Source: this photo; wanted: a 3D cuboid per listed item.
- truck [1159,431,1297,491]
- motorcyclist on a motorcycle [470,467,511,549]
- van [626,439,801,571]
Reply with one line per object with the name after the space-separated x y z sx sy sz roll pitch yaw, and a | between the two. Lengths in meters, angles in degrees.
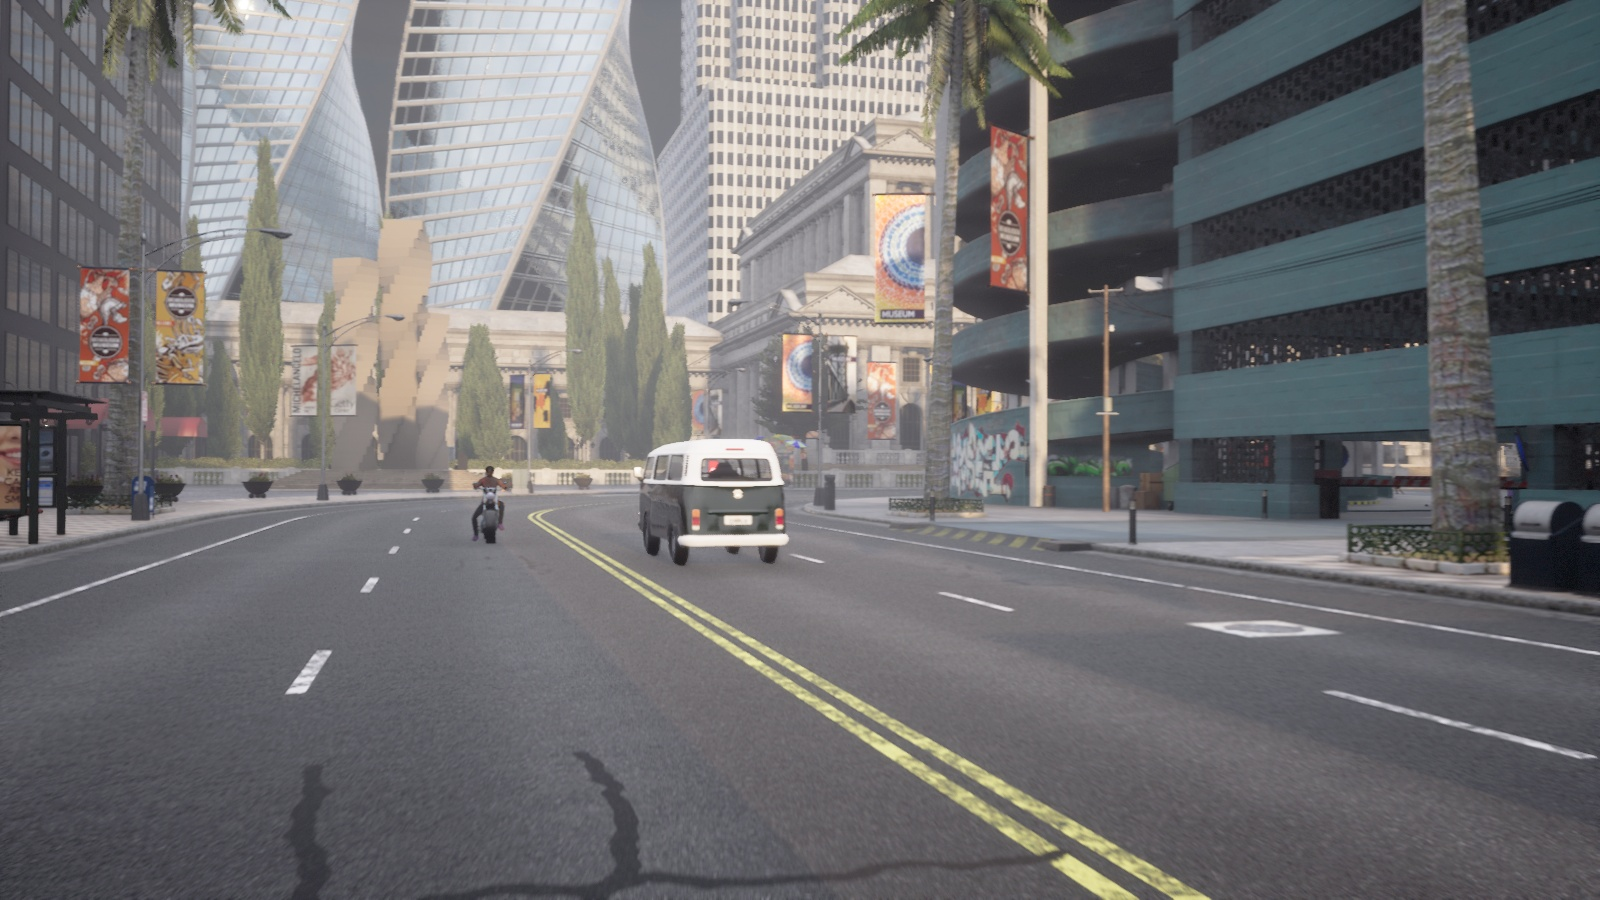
28.290 0.763 83.064 8.468 3.827 2.891 0 -1 -15 | truck
-6.586 1.187 26.641 0.766 1.649 2.350 0 -1 -16 | motorcyclist on a motorcycle
-1.635 0.869 21.832 2.069 2.038 4.480 0 -1 -17 | van
